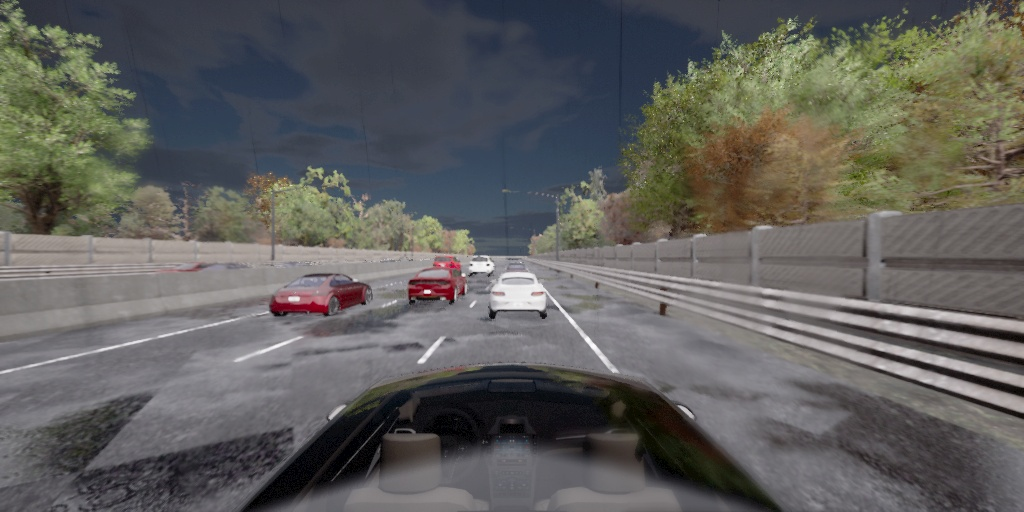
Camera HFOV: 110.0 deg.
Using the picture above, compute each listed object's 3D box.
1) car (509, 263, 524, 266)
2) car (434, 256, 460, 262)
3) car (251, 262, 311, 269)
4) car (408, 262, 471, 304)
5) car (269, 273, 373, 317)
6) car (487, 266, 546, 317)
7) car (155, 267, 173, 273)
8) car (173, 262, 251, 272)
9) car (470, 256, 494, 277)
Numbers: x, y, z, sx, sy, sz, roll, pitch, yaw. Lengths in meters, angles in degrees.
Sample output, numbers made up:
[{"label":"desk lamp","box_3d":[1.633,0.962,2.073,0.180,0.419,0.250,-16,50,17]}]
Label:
[{"label":"car","box_3d":[0.377,1.313,30.406,2.033,1.411,5.357,0,0,1]},{"label":"car","box_3d":[-6.541,0.988,36.267,2.150,2.045,5.566,0,0,1]},{"label":"car","box_3d":[-17.325,1.244,28.013,2.128,1.511,4.902,0,0,1]},{"label":"car","box_3d":[-3.258,1.231,16.416,1.882,1.535,5.008,0,0,1]},{"label":"car","box_3d":[-6.793,1.314,13.222,1.994,1.385,4.181,0,0,1]},{"label":"car","box_3d":[0.205,1.279,12.982,1.812,1.442,4.674,0,0,1]},{"label":"car","box_3d":[-24.332,1.225,27.392,1.882,1.535,5.008,0,0,1]},{"label":"car","box_3d":[-20.851,1.295,26.018,2.033,1.411,5.357,0,0,1]},{"label":"car","box_3d":[-3.040,0.990,36.480,2.150,2.045,5.566,0,0,1]}]
